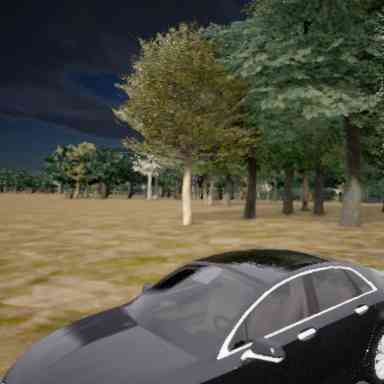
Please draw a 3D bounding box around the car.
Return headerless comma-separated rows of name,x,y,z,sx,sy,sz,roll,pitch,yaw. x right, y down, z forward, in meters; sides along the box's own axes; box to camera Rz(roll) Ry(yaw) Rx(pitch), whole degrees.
car,0.599,1.509,3.796,4.892,1.490,1.837,-1,1,-35
